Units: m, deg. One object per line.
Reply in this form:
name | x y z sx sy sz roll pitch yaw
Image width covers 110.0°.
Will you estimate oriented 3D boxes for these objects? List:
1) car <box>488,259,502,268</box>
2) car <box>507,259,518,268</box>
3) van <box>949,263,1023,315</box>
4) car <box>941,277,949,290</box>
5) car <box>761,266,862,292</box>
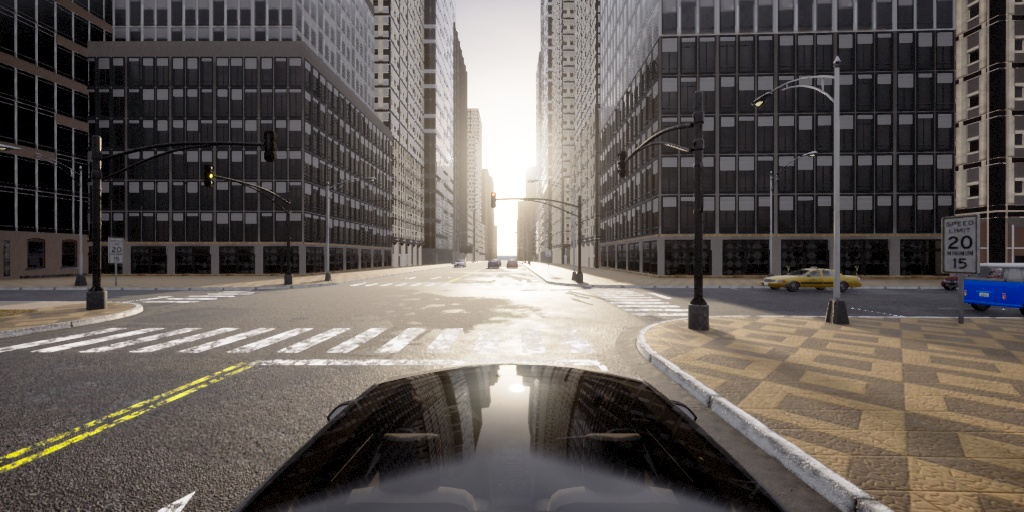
car | -3.211 1.336 62.826 1.882 1.535 5.008 0 0 0
car | 0.039 1.425 63.657 1.994 1.385 4.181 0 0 0
van | 18.365 1.119 12.474 3.998 1.789 1.690 0 0 2
car | 26.933 1.356 20.155 4.207 1.307 1.802 0 0 2
car | 17.099 1.293 20.646 4.829 1.417 1.751 0 0 2
